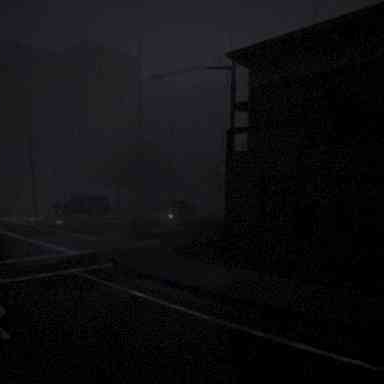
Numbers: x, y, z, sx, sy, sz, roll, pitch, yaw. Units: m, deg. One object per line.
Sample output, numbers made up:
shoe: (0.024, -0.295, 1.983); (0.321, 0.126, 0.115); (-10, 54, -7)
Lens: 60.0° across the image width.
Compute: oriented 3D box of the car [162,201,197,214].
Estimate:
car: (-1.482, 1.839, 39.880); (1.837, 1.490, 4.892); (2, 0, 42)

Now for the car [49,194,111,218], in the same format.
car: (-10.058, 1.241, 30.417); (2.150, 2.045, 5.566); (2, 0, 42)
